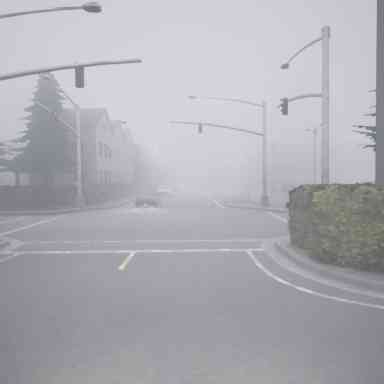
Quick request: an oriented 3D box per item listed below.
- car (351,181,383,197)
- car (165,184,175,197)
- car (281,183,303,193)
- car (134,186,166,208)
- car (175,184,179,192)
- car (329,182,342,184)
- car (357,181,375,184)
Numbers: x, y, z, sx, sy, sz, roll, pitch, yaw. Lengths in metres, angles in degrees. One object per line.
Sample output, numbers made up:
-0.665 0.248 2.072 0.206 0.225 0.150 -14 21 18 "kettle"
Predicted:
22.259 -0.470 42.135 1.932 1.855 4.605 -1 2 0 "car"
-3.733 -0.120 45.252 1.882 1.535 5.008 -1 2 0 "car"
15.266 -0.544 52.112 2.007 1.523 4.514 -1 2 0 "car"
-3.692 0.522 28.774 2.033 1.411 5.357 -1 2 0 "car"
-3.687 -0.817 63.487 2.097 1.767 4.553 -1 2 0 "car"
25.304 -1.050 59.525 2.152 1.636 5.027 -1 2 0 "car"
19.015 -0.183 34.254 1.905 1.878 3.866 -1 2 0 "car"
